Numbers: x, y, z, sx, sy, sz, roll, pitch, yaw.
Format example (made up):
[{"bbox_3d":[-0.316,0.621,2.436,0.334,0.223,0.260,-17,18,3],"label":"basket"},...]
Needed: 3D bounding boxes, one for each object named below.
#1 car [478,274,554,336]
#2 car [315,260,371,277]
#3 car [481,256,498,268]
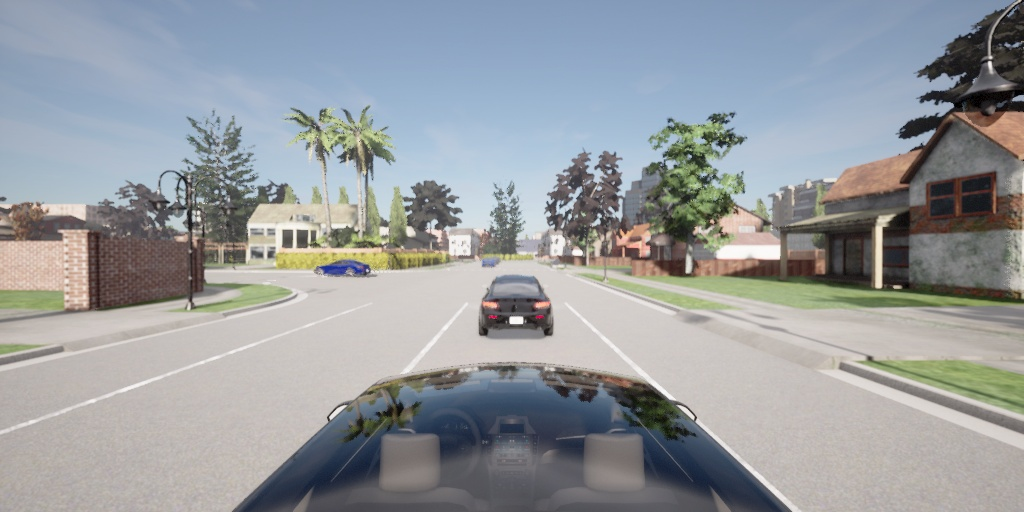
[{"bbox_3d":[0.096,1.236,10.150,1.812,1.442,4.674,0,0,0],"label":"car"},{"bbox_3d":[-14.365,1.030,30.502,4.674,1.442,1.812,1,0,12],"label":"car"},{"bbox_3d":[-3.607,0.977,54.964,1.882,1.535,5.008,0,0,0],"label":"car"}]
